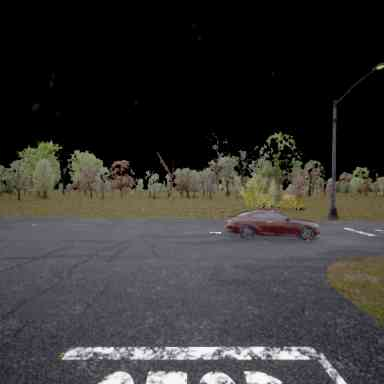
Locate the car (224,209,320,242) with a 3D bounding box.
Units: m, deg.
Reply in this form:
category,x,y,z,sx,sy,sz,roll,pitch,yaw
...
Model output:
category,x,y,z,sx,sy,sz,roll,pitch,yaw
car,3.932,1.589,16.595,4.674,1.442,1.812,1,0,0
